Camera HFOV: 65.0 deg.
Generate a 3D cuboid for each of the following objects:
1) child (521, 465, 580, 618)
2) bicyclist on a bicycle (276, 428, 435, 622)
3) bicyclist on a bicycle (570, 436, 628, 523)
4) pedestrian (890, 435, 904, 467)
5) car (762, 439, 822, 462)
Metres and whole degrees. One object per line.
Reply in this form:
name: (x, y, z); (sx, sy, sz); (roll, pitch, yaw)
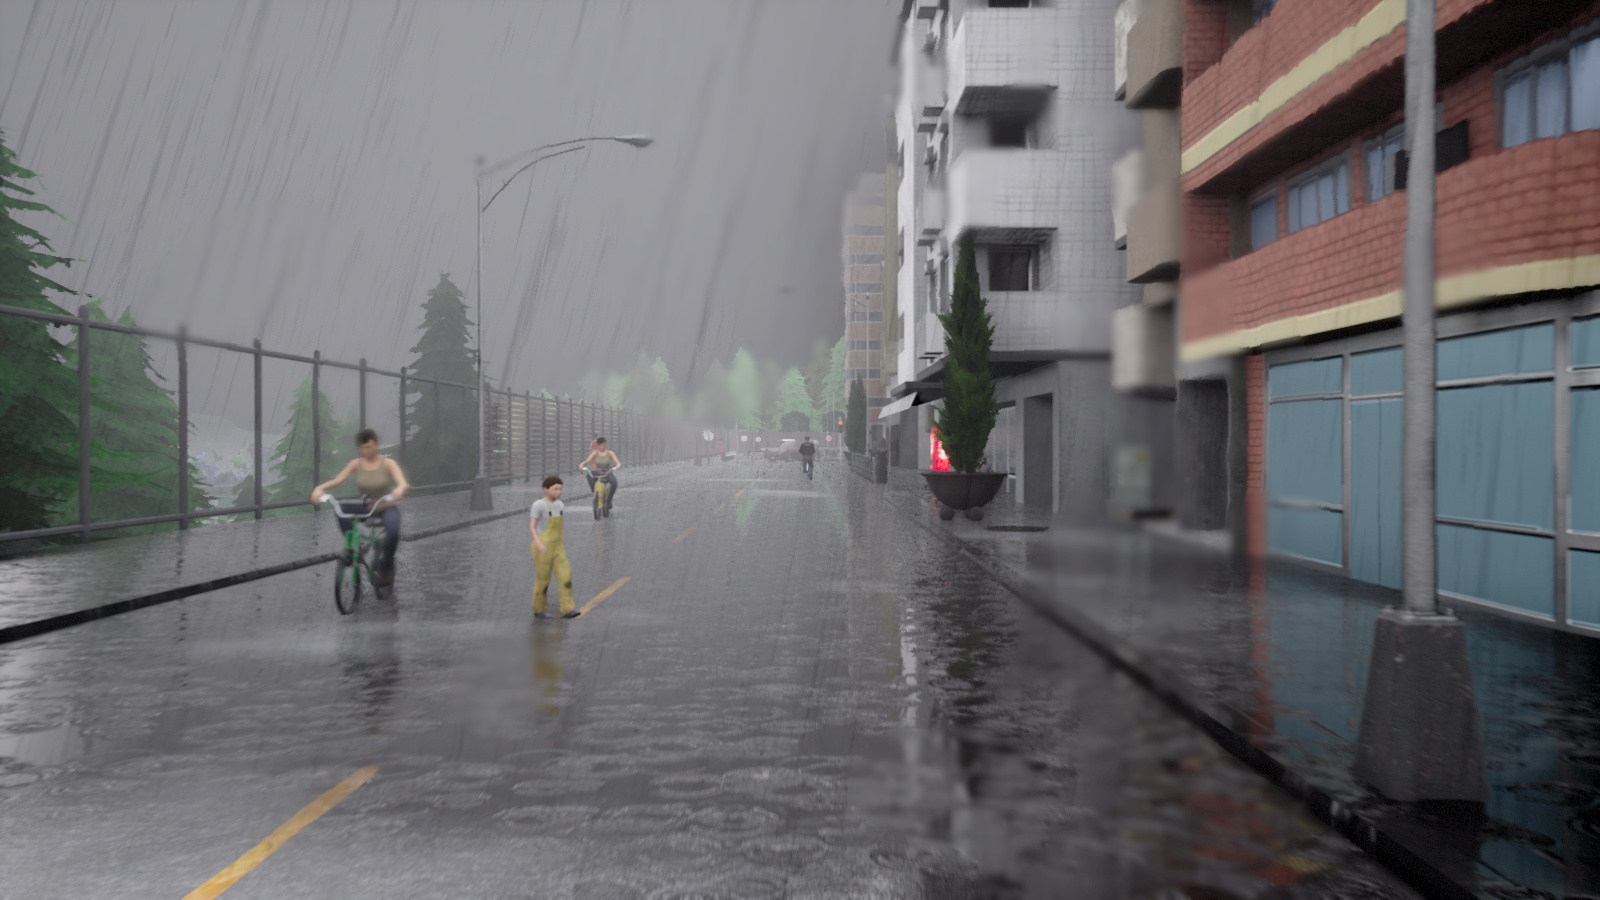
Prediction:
child: (-2.117, 0.765, 10.660); (0.437, 1.263, 0.270); (0, 0, 38)
bicyclist on a bicycle: (-3.917, 0.617, 11.202); (0.866, 1.612, 1.509); (0, 0, 1)
bicyclist on a bicycle: (-3.849, 0.544, 24.165); (0.866, 1.612, 1.509); (0, 0, 0)
pedestrian: (5.588, 0.051, 72.732); (0.634, 1.844, 0.899); (0, 0, -7)
car: (-0.628, 0.045, 99.326); (2.097, 1.767, 4.553); (0, 1, 44)
